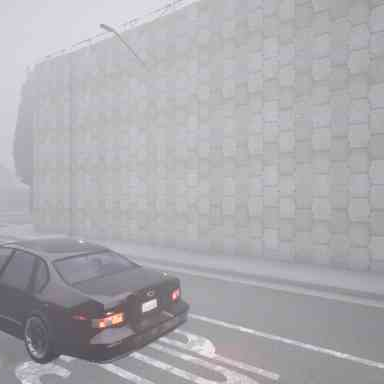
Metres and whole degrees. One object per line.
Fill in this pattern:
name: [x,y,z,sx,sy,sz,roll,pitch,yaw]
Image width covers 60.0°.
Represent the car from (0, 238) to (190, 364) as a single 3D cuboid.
car: [-2.611,1.547,5.841,5.357,1.411,2.033,0,0,35]
